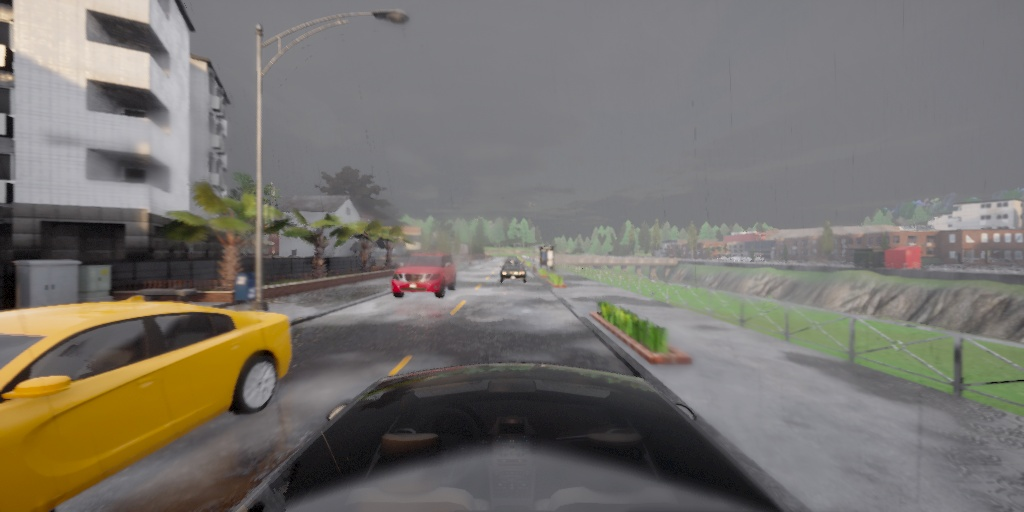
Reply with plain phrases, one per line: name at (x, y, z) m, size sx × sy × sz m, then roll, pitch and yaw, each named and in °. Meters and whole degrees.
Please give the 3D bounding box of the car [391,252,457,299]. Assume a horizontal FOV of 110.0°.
car at (-4.100, 0.847, 17.683) m, size 2.150 × 2.045 × 5.566 m, roll 0°, pitch 1°, yaw 0°

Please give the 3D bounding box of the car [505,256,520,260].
car at (0.070, 0.795, 48.937) m, size 2.097 × 1.767 × 4.553 m, roll 0°, pitch 0°, yaw 0°

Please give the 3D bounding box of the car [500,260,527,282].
car at (0.084, 1.188, 26.829) m, size 1.895 × 1.301 × 4.718 m, roll 0°, pitch 0°, yaw 0°

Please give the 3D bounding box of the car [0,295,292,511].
car at (-4.102, 1.201, 3.088) m, size 1.882 × 1.535 × 5.008 m, roll 0°, pitch 0°, yaw 0°
